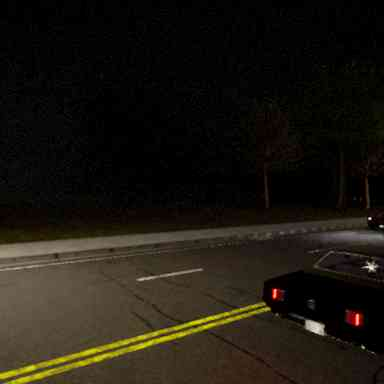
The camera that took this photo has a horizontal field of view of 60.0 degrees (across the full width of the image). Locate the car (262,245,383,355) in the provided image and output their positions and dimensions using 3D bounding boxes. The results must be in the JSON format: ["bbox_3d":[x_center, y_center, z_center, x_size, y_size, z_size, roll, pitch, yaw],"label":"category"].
[{"bbox_3d":[3.538,1.637,5.986,4.718,1.301,1.895,0,0,-36],"label":"car"}]

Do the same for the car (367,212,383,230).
[{"bbox_3d":[13.081,1.739,21.095,4.718,1.301,1.895,0,0,-36],"label":"car"}]
